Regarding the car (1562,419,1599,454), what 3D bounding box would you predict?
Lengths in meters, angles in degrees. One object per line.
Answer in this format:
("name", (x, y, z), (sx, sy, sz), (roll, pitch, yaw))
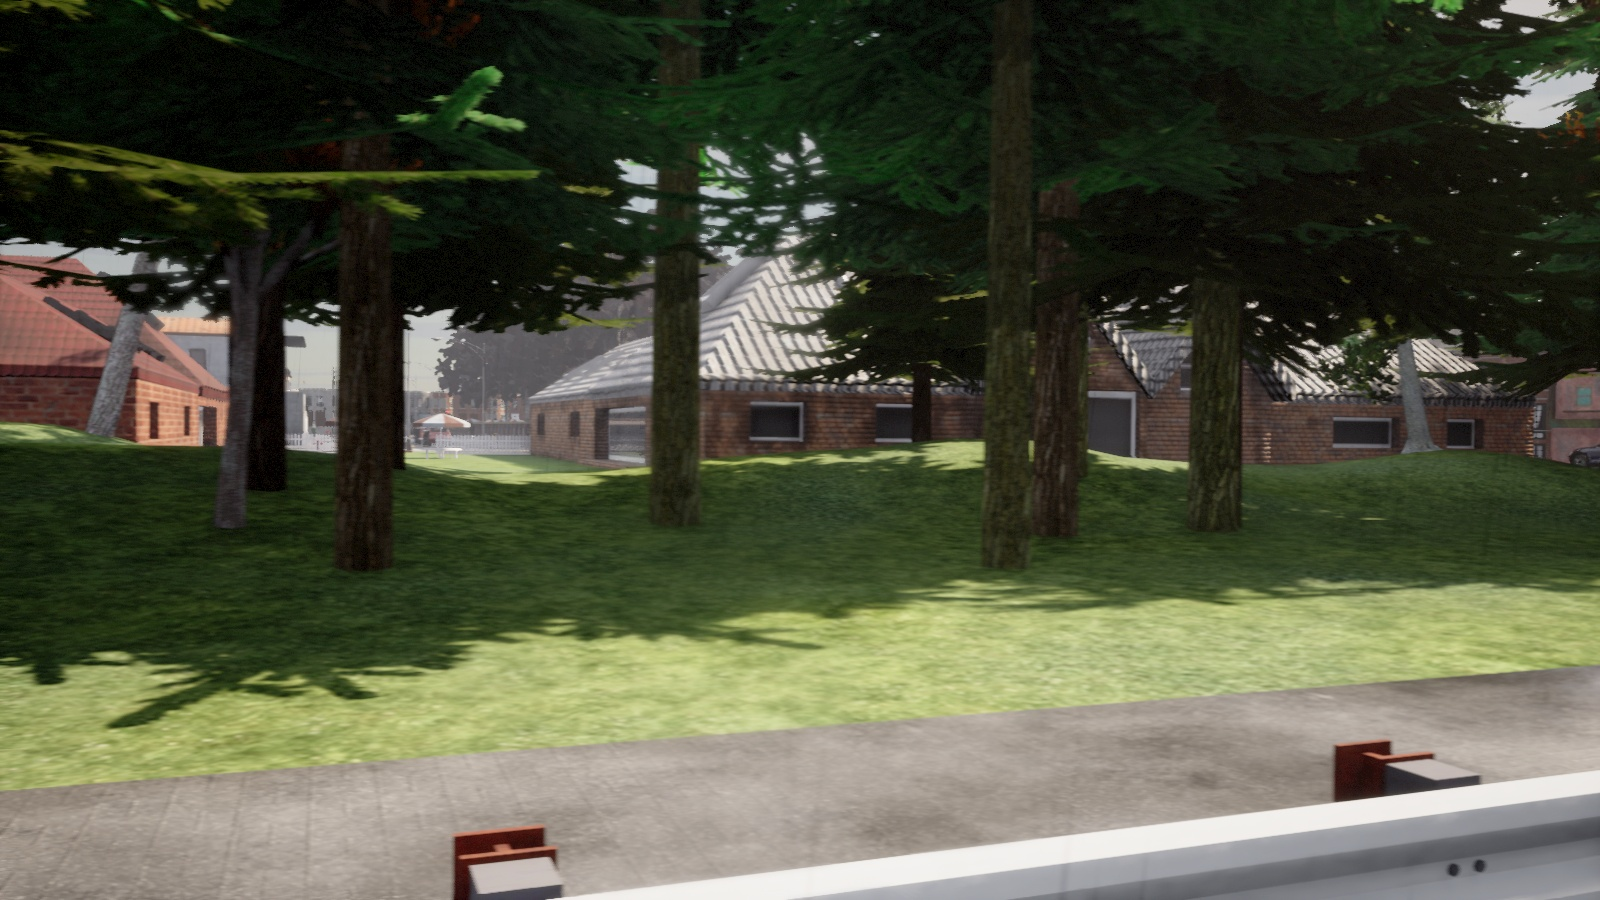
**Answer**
("car", (38.830, -0.652, 59.110), (2.033, 1.649, 4.856), (-1, 1, -21))
